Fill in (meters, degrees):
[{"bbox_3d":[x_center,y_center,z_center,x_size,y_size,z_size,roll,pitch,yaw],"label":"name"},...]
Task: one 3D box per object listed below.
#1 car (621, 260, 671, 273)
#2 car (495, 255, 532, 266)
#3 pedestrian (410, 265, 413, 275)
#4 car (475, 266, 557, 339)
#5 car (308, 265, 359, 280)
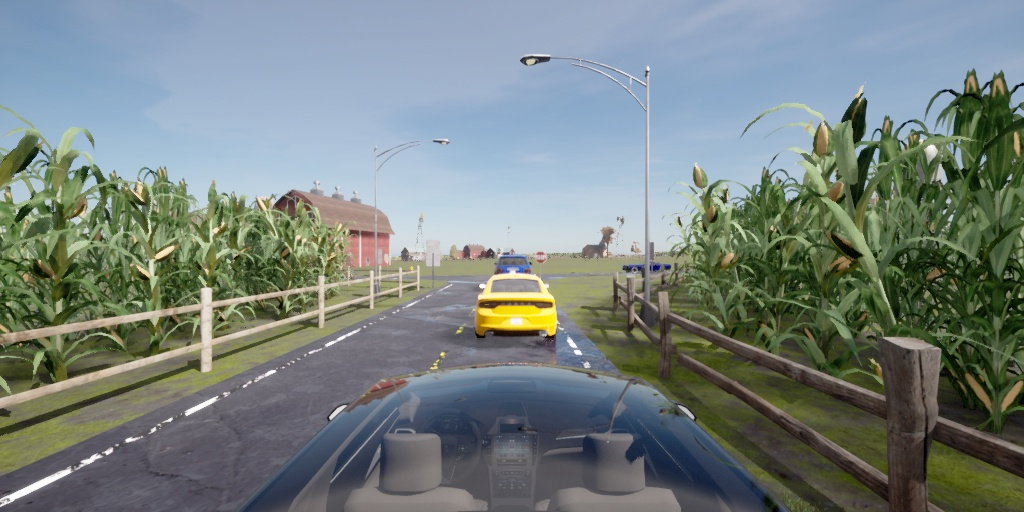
[{"bbox_3d":[13.950,1.109,37.500,4.718,1.301,1.895,-1,0,-4],"label":"car"},{"bbox_3d":[0.082,0.974,22.295,2.150,2.045,5.566,0,0,1],"label":"car"},{"bbox_3d":[-11.293,1.623,40.397,0.500,1.100,0.500,0,0,4],"label":"pedestrian"},{"bbox_3d":[0.071,1.229,10.077,1.882,1.535,5.008,0,0,-1],"label":"car"},{"bbox_3d":[-17.394,1.356,34.978,4.553,1.767,2.097,-1,-1,6],"label":"car"}]
